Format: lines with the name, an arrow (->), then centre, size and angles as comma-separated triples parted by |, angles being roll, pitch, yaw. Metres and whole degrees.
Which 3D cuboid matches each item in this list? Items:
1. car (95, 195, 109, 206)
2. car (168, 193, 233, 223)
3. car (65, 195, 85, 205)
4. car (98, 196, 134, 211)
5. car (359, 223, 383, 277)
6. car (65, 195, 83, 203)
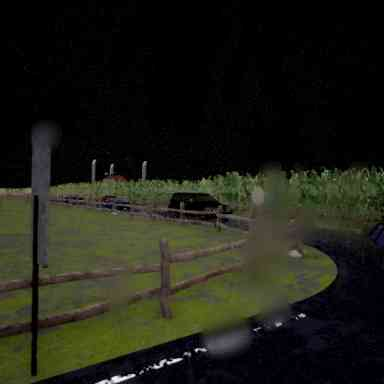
car -> -11.932, 1.224, 46.307 | 1.882, 1.535, 5.008 | 1, 0, -35
car -> 0.439, 1.080, 23.570 | 2.150, 2.045, 5.566 | 1, 0, -36
car -> -17.152, 1.161, 48.726 | 2.128, 1.511, 4.902 | 1, -1, -35
car -> -7.965, 1.365, 35.525 | 1.895, 1.301, 4.718 | 1, 0, -35
car -> 5.753, 1.542, 8.711 | 2.033, 1.411, 5.357 | 0, 1, 17
car -> -21.071, 1.259, 59.282 | 1.895, 1.301, 4.718 | 1, 0, -36
